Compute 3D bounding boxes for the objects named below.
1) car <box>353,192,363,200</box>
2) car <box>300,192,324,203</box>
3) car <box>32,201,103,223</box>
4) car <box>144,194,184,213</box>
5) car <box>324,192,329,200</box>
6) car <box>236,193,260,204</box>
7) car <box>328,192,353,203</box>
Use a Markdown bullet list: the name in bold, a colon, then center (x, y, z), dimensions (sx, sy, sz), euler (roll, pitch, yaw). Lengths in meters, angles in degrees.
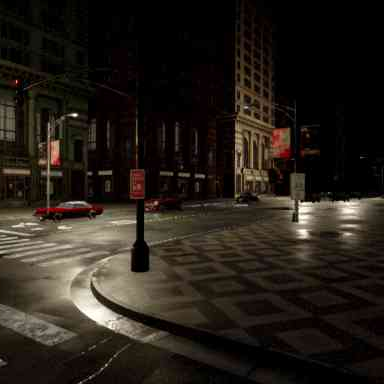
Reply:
- **car**: center (29.634, 0.674, 60.355), dimensions (1.812, 1.442, 4.674), euler (0, 1, 35)
- **car**: center (17.280, 0.911, 48.569), dimensions (1.994, 1.385, 4.181), euler (0, 1, 35)
- **car**: center (-8.699, 1.364, 23.586), dimensions (1.895, 1.301, 4.718), euler (0, 1, 33)
- **car**: center (-2.792, 0.984, 31.894), dimensions (2.097, 1.767, 4.553), euler (0, 1, 35)
- **car**: center (23.022, 0.713, 56.650), dimensions (2.128, 1.511, 4.902), euler (0, 1, 35)
- **car**: center (7.965, 0.892, 46.958), dimensions (2.128, 1.511, 4.902), euler (0, 1, 36)
- **car**: center (22.477, 0.833, 50.280), dimensions (1.812, 1.442, 4.674), euler (0, 1, 36)
